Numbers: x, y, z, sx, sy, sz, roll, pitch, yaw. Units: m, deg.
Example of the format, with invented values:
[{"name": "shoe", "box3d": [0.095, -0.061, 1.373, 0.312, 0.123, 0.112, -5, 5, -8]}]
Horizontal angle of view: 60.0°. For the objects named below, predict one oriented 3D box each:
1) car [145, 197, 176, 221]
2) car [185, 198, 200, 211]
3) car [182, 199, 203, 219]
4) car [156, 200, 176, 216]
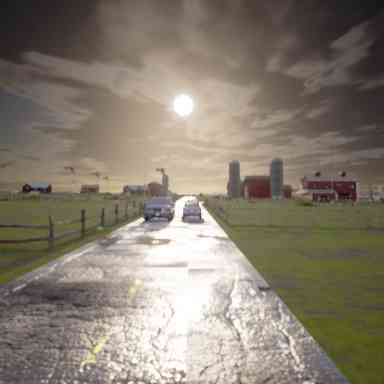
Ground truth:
[{"name": "car", "box3d": [-2.746, 1.442, 29.026, 2.150, 2.045, 5.566, 0, 0, 0]}, {"name": "car", "box3d": [0.045, 1.682, 45.053, 1.882, 1.535, 5.008, 0, 0, 1]}, {"name": "car", "box3d": [0.006, 1.687, 30.926, 2.033, 1.411, 5.357, 0, 0, 0]}, {"name": "car", "box3d": [-2.746, 1.669, 36.255, 1.837, 1.490, 4.892, 0, 0, 0]}]
